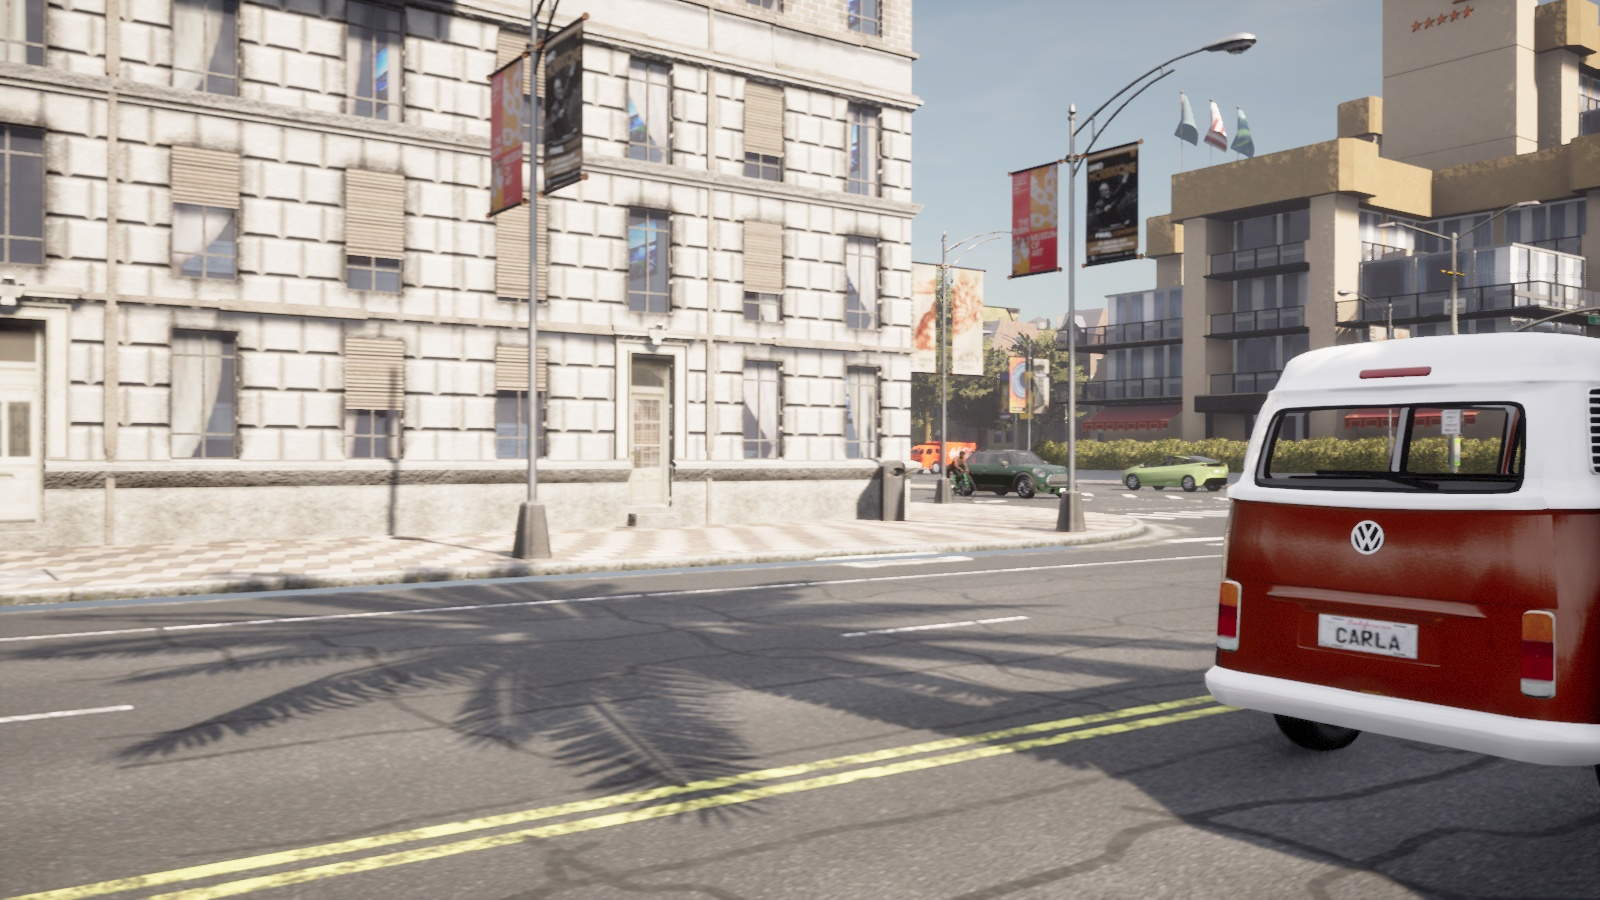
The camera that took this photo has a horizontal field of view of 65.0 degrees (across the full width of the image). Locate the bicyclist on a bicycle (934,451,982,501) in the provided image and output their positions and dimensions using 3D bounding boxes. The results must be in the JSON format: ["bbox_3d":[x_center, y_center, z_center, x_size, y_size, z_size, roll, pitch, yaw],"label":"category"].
[{"bbox_3d":[5.198,0.831,41.343,0.582,1.620,1.656,0,0,-35],"label":"bicyclist on a bicycle"}]

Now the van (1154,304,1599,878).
[{"bbox_3d":[4.131,0.489,6.496,4.480,2.038,2.069,0,0,-36],"label":"van"}]

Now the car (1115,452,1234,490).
[{"bbox_3d":[15.622,0.853,52.567,2.007,1.525,4.514,0,0,-35],"label":"car"}]

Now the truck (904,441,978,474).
[{"bbox_3d":[10.716,0.567,95.438,5.204,2.467,2.627,0,0,-36],"label":"truck"}]

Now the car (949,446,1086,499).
[{"bbox_3d":[7.560,0.743,44.060,2.097,1.767,4.553,0,0,-35],"label":"car"}]
